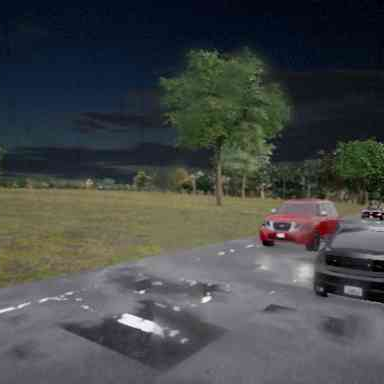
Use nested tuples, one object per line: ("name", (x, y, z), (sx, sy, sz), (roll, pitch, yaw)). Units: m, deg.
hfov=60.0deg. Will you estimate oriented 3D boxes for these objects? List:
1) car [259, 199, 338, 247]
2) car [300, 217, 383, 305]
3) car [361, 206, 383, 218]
("car", (5.054, 1.362, 15.082), (2.150, 2.045, 5.566), (1, -1, 36))
("car", (4.373, 1.591, 8.036), (1.837, 1.490, 4.892), (1, 0, 36))
("car", (18.115, 2.052, 32.966), (1.895, 1.301, 4.718), (1, 0, 37))
